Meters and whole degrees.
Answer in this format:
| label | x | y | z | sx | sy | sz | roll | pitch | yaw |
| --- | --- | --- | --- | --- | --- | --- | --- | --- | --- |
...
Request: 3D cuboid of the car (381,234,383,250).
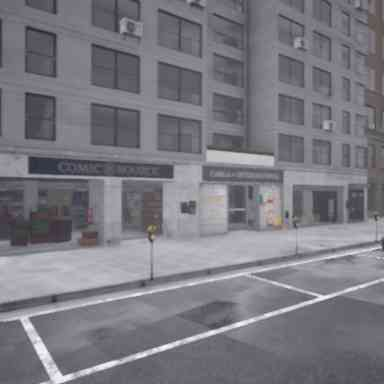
| label | x | y | z | sx | sy | sz | roll | pitch | yaw |
| --- | --- | --- | --- | --- | --- | --- | --- | --- | --- |
| car | 9.075 | 1.624 | 13.002 | 4.206 | 1.307 | 1.802 | 0 | 0 | -35 |
